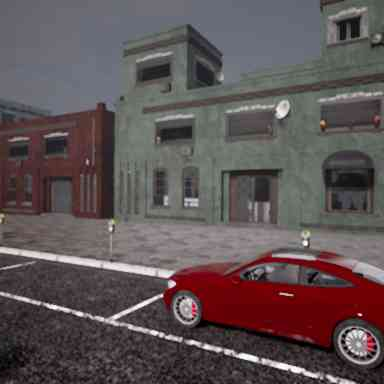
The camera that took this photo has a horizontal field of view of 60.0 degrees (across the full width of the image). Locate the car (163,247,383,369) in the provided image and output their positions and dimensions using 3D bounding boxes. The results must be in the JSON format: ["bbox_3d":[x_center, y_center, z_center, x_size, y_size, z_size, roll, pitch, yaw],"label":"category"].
[{"bbox_3d":[1.499,1.590,5.482,4.206,1.307,1.802,0,0,30],"label":"car"}]
